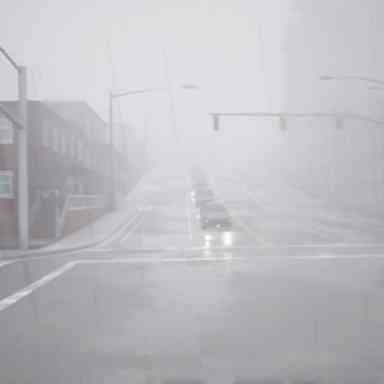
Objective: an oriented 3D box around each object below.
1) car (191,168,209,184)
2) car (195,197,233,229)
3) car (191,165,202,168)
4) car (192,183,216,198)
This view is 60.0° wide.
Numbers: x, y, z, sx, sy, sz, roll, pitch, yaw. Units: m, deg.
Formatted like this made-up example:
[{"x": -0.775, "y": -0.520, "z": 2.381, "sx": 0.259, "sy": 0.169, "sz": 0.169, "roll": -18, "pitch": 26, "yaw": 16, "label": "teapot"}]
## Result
[{"x": 1.007, "y": -1.547, "z": 41.919, "sx": 2.097, "sy": 1.767, "sz": 4.553, "roll": -1, "pitch": 11, "yaw": -1, "label": "car"}, {"x": 1.491, "y": 1.466, "z": 22.378, "sx": 2.033, "sy": 1.411, "sz": 5.357, "roll": -1, "pitch": 4, "yaw": -1, "label": "car"}, {"x": 0.785, "y": -3.413, "z": 52.094, "sx": 1.837, "sy": 1.490, "sz": 4.892, "roll": -1, "pitch": 11, "yaw": -1, "label": "car"}, {"x": 1.244, "y": 0.392, "z": 32.333, "sx": 2.033, "sy": 1.411, "sz": 5.357, "roll": -1, "pitch": 8, "yaw": -1, "label": "car"}]
